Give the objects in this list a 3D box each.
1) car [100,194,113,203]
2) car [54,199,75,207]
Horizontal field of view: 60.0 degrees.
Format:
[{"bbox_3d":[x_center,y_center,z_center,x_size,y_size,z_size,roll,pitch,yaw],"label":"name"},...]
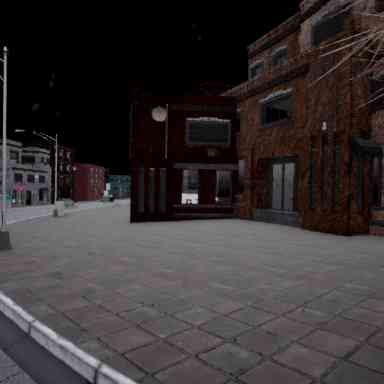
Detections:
[{"bbox_3d":[-20.915,1.596,81.904,2.150,2.045,5.566,1,-1,-1],"label":"car"},{"bbox_3d":[-20.745,1.777,54.024,1.895,1.301,4.718,1,0,0],"label":"car"}]
